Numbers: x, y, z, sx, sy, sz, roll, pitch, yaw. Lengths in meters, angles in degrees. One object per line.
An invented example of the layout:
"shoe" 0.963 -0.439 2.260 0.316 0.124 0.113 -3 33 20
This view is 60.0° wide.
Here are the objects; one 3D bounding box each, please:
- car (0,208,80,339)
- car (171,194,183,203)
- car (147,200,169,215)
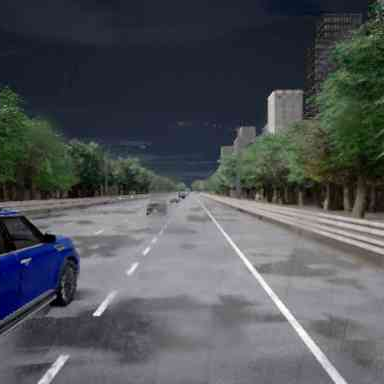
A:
"car" -3.493 1.224 4.819 2.150 2.045 5.566 0 0 0
"car" -3.429 1.655 69.577 1.895 1.301 4.718 0 0 0
"car" -3.465 1.540 33.923 1.837 1.490 4.892 0 0 0
